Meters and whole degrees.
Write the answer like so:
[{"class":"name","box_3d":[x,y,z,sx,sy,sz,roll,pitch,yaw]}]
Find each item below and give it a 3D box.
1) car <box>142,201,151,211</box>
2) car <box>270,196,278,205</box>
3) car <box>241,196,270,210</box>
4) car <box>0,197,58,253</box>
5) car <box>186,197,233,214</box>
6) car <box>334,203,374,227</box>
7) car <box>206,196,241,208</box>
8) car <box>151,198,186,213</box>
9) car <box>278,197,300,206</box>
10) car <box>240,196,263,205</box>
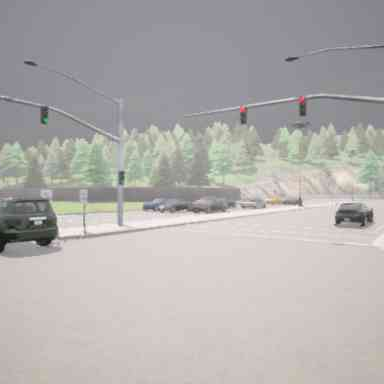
[{"class":"car","box_3d":[-3.849,1.504,39.921,1.882,1.535,5.008,0,0,36]},{"class":"car","box_3d":[14.096,1.502,58.530,1.882,1.535,5.008,0,0,37]},{"class":"car","box_3d":[8.250,1.621,44.642,1.895,1.301,4.718,0,0,36]},{"class":"car","box_3d":[-7.904,1.236,13.926,5.566,2.045,2.150,0,0,35]},{"class":"car","box_3d":[1.996,1.567,36.072,2.033,1.411,5.357,0,0,36]},{"class":"car","box_3d":[11.398,1.510,23.290,1.837,1.490,4.892,0,0,37]},{"class":"car","box_3d":[4.266,1.529,45.116,1.837,1.490,4.892,0,0,36]},{"class":"car","box_3d":[-1.788,1.515,36.830,2.128,1.511,4.902,0,0,36]},{"class":"car","box_3d":[17.167,1.569,56.795,2.033,1.411,5.357,0,0,37]},{"class":"car","box_3d":[10.862,1.518,60.036,2.128,1.511,4.902,0,0,37]}]
